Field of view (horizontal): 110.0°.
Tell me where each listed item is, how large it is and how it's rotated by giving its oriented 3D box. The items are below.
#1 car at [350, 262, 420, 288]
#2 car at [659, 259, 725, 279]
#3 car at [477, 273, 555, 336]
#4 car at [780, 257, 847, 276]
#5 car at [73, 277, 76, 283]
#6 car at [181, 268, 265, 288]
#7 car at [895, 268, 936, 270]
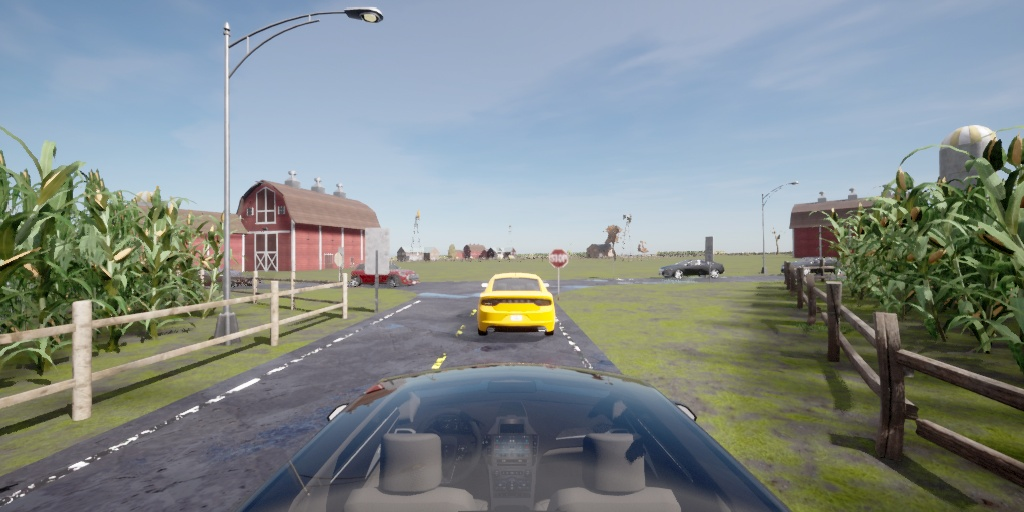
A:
[{"bbox_3d":[-8.559,1.201,24.238,4.553,1.767,2.097,-1,0,17],"label":"car"},{"bbox_3d":[14.090,0.998,28.245,4.902,1.511,2.128,-1,0,-4],"label":"car"},{"bbox_3d":[0.103,1.229,10.470,1.882,1.535,5.008,0,0,0],"label":"car"},{"bbox_3d":[24.462,0.820,29.156,4.902,1.511,2.128,-1,0,-7],"label":"car"},{"bbox_3d":[-33.117,1.744,27.926,5.008,1.535,1.882,0,-1,10],"label":"car"},{"bbox_3d":[-21.108,1.613,26.198,5.357,1.411,2.033,-1,-1,7],"label":"car"},{"bbox_3d":[35.529,0.736,30.704,4.718,1.301,1.895,-1,0,-10],"label":"car"}]
